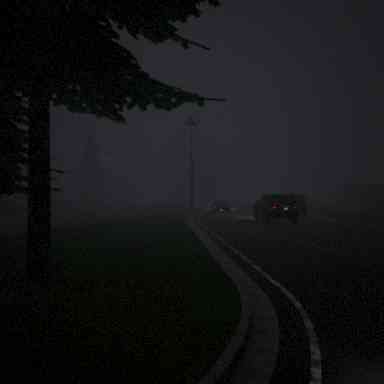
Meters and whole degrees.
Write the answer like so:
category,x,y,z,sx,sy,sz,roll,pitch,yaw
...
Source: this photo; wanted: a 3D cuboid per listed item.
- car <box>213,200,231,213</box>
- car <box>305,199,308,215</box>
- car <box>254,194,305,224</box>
category,x,y,z,sx,sy,sz,roll,pitch,yaw
car,3.342,1.584,36.971,1.895,1.301,4.718,0,0,6
car,9.973,1.206,33.330,2.150,2.045,5.566,0,0,5
car,6.152,1.209,24.767,2.150,2.045,5.566,0,0,-2
